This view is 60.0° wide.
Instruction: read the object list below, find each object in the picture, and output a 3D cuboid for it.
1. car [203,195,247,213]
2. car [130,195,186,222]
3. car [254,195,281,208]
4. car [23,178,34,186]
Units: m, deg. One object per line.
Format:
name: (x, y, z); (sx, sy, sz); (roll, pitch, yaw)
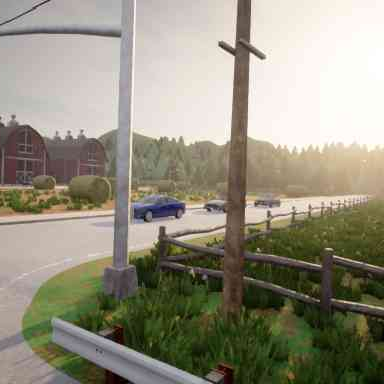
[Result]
car: (3.095, 1.000, 29.443); (2.033, 1.411, 5.357); (3, 2, 33)
car: (-2.350, 0.947, 21.185); (1.882, 1.535, 5.008); (3, 2, 33)
car: (8.616, 1.001, 37.795); (1.994, 1.385, 4.181); (3, 2, 33)
car: (-38.863, -2.310, 79.368); (1.905, 1.878, 3.866); (8, 2, -13)
